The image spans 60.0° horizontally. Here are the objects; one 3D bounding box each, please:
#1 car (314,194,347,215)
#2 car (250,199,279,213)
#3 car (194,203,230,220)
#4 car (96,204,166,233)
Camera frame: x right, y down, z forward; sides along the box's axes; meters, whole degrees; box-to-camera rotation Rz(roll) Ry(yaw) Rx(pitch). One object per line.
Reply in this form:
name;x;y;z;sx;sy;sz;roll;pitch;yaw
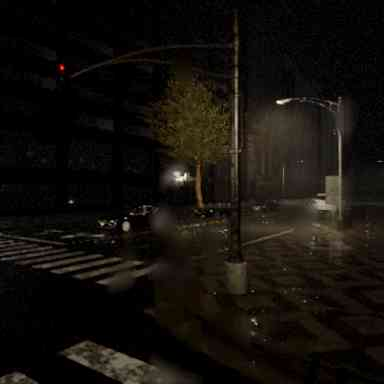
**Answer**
car;13.982;1.187;33.543;2.150;2.045;5.566;0;0;36
car;8.149;1.509;36.886;1.812;1.442;4.674;0;0;36
car;2.174;1.615;28.541;1.895;1.301;4.718;0;0;35
car;-3.591;1.550;20.483;1.837;1.490;4.892;0;0;36
